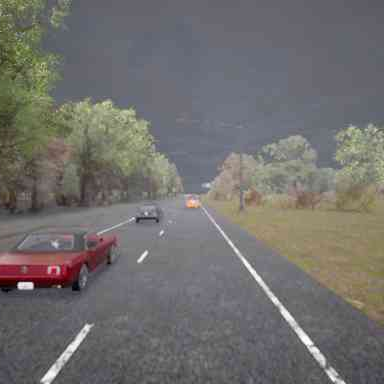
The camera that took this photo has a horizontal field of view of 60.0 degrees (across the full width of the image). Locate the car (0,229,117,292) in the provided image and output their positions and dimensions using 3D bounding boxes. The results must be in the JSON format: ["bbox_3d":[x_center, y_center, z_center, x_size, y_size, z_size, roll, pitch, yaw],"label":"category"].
[{"bbox_3d":[-3.401,1.646,9.034,1.895,1.301,4.718,0,0,0],"label":"car"}]

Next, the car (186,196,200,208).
[{"bbox_3d":[0.106,1.612,52.041,2.097,1.767,4.553,0,0,0],"label":"car"}]

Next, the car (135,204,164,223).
[{"bbox_3d":[-3.397,1.683,27.252,2.033,1.411,5.357,0,0,0],"label":"car"}]

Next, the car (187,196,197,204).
[{"bbox_3d":[0.012,1.723,72.894,2.097,1.767,4.553,0,0,0],"label":"car"}]
